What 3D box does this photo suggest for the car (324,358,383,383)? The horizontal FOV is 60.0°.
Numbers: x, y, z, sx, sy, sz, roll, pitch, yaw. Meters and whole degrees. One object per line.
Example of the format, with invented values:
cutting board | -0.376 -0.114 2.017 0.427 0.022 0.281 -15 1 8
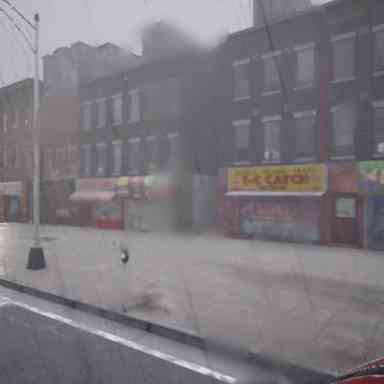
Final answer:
car | 2.316 1.427 1.144 4.097 1.590 1.967 -1 0 36
